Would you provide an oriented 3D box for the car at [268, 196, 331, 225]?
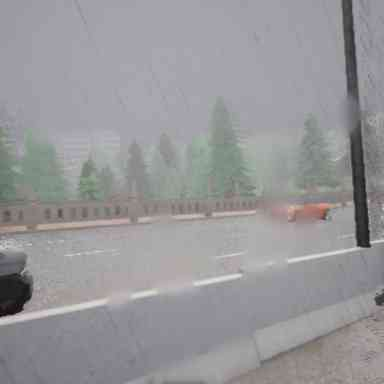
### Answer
[{"bbox_3d":[7.130,1.089,21.957,4.553,1.767,2.097,-1,1,-35],"label":"car"}]

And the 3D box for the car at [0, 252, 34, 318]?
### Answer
[{"bbox_3d":[-4.970,1.526,4.741,4.892,1.490,1.837,-1,0,-35],"label":"car"}]
